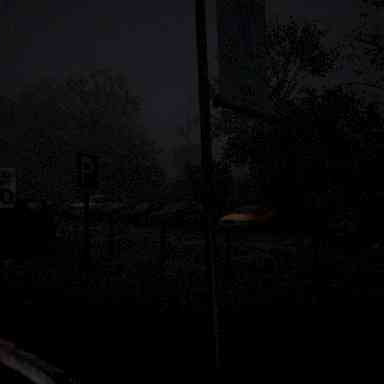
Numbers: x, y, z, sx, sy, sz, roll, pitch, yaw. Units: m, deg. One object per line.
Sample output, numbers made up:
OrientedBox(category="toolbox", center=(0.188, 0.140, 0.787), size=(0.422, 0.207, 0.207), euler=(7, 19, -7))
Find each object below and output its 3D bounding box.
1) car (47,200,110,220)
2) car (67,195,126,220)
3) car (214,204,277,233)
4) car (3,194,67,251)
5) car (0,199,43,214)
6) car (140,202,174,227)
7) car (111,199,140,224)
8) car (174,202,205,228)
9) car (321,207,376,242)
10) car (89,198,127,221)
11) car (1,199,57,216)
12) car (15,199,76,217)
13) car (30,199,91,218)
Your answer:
OrientedBox(category="car", center=(-10.029, 1.508, 29.777), size=(2.231, 1.521, 4.892), euler=(0, 0, 35))
OrientedBox(category="car", center=(-7.780, 1.253, 28.153), size=(2.435, 2.045, 5.566), euler=(0, 0, 35))
OrientedBox(category="car", center=(3.447, 1.490, 19.993), size=(1.946, 1.575, 5.366), euler=(0, 0, 35))
OrientedBox(category="car", center=(-7.849, 1.245, 12.163), size=(2.435, 2.045, 5.566), euler=(0, 0, 35))
OrientedBox(category="car", center=(-19.070, 1.520, 36.235), size=(2.163, 1.488, 4.792), euler=(0, 0, 35))
OrientedBox(category="car", center=(-0.968, 1.499, 23.362), size=(2.231, 1.521, 4.892), euler=(0, 0, 35))
OrientedBox(category="car", center=(-3.233, 1.500, 24.967), size=(2.097, 1.535, 5.008), euler=(0, 0, 35))
OrientedBox(category="car", center=(1.308, 1.525, 21.774), size=(2.163, 1.488, 4.792), euler=(0, 0, 35))
OrientedBox(category="car", center=(8.065, 1.518, 16.907), size=(2.163, 1.488, 4.792), euler=(0, 0, 35))
OrientedBox(category="car", center=(-5.496, 1.502, 26.574), size=(2.097, 1.535, 5.008), euler=(0, 0, 35))
OrientedBox(category="car", center=(-16.834, 1.531, 34.577), size=(2.163, 1.488, 4.792), euler=(0, 0, 35))
OrientedBox(category="car", center=(-14.449, 1.501, 33.147), size=(1.946, 1.575, 5.366), euler=(0, 0, 35))
OrientedBox(category="car", center=(-12.294, 1.507, 31.385), size=(2.097, 1.535, 5.008), euler=(0, 0, 35))
